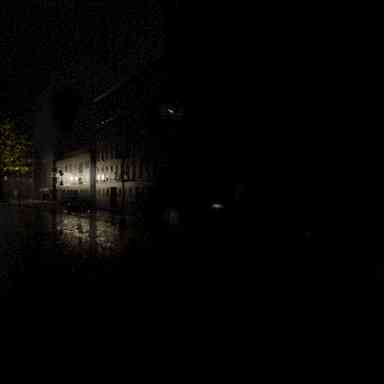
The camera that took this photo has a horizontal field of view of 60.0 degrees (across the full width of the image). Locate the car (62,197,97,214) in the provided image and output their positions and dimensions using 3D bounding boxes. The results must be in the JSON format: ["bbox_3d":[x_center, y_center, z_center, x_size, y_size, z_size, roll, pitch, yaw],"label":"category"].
[{"bbox_3d":[-12.045,1.613,35.947,2.033,1.411,5.357,1,0,-35],"label":"car"}]

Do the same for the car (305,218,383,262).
[{"bbox_3d":[6.250,1.563,10.412,2.033,1.411,5.357,1,0,-36],"label":"car"}]

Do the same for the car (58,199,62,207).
[{"bbox_3d":[-18.524,1.466,50.004,2.097,1.767,4.553,1,0,-36],"label":"car"}]

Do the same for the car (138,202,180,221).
[{"bbox_3d":[-2.840,1.579,28.143,1.837,1.490,4.892,1,0,-36],"label":"car"}]
